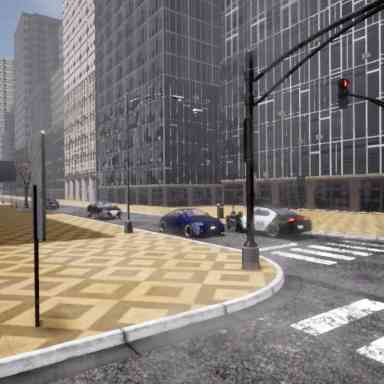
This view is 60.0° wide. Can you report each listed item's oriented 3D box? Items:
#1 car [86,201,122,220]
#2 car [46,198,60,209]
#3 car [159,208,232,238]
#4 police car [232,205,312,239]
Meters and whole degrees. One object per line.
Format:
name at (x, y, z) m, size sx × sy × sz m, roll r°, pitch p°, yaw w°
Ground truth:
car at (-7.705, 1.545, 28.979) m, size 2.128 × 1.511 × 4.902 m, roll -1°, pitch 1°, yaw -35°
car at (-19.739, 1.596, 46.156) m, size 1.837 × 1.490 × 4.892 m, roll -1°, pitch 0°, yaw -35°
car at (-0.100, 1.604, 18.225) m, size 1.994 × 1.385 × 4.181 m, roll -1°, pitch 0°, yaw -35°
police car at (3.838, 1.511, 17.944) m, size 2.038 × 1.542 × 4.974 m, roll -1°, pitch 0°, yaw -35°
